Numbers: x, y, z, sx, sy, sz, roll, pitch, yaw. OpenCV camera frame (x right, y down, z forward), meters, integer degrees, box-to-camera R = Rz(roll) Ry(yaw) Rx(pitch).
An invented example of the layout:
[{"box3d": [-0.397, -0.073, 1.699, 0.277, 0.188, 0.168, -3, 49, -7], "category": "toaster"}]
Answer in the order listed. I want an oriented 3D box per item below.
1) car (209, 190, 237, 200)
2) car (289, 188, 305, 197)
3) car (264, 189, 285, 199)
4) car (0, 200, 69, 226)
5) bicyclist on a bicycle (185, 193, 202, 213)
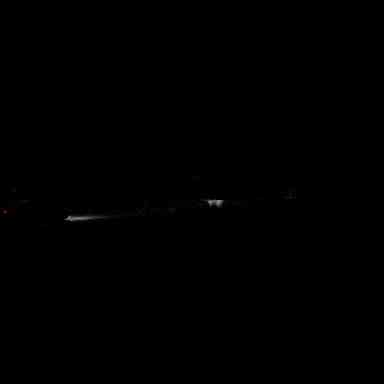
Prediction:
[{"box3d": [4.471, 0.372, 46.786, 2.033, 1.411, 5.357, 2, 2, 36], "category": "car"}, {"box3d": [19.339, 0.034, 61.367, 1.837, 1.490, 4.892, 2, 2, 35], "category": "car"}, {"box3d": [13.044, 0.203, 52.495, 1.882, 1.535, 5.008, 2, 2, 35], "category": "car"}, {"box3d": [-9.754, 1.169, 20.392, 1.994, 1.385, 4.181, 2, 2, 35], "category": "car"}, {"box3d": [0.103, 0.887, 27.542, 1.656, 1.620, 0.582, 0, 1, 35], "category": "bicyclist on a bicycle"}]
